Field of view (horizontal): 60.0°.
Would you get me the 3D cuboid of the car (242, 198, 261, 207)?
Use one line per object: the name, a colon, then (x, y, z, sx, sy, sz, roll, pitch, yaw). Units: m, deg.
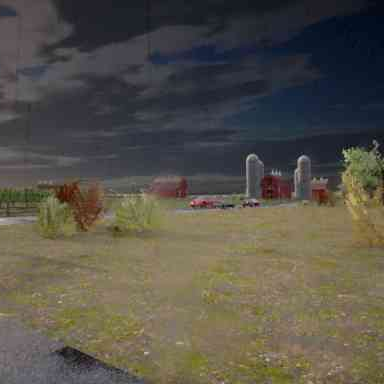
car: (11.417, 1.989, 63.318, 2.097, 1.767, 4.553, -1, -1, 36)

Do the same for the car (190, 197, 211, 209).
car: (1.998, 1.798, 56.354, 2.150, 2.045, 5.566, -1, -2, 36)

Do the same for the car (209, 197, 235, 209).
car: (5.409, 2.014, 54.916, 2.128, 1.511, 4.902, -1, -1, 36)
